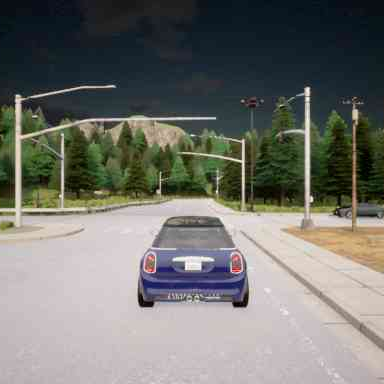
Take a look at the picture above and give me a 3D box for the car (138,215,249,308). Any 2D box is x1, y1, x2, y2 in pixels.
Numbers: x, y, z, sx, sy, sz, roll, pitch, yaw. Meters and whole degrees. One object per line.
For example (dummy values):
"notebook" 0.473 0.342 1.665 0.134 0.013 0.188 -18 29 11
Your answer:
"car" 0.038 1.348 8.112 2.097 1.767 4.553 0 0 0

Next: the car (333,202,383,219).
"car" 14.503 1.591 28.738 4.181 1.385 1.994 0 0 1
